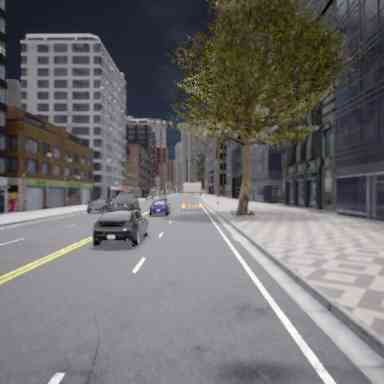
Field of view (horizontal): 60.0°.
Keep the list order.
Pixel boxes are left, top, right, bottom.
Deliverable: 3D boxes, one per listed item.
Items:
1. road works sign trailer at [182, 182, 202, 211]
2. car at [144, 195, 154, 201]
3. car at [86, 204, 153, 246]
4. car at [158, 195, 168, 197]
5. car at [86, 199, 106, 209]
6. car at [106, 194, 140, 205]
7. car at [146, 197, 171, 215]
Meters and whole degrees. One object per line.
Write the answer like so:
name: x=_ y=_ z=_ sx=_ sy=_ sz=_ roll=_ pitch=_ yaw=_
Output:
road works sign trailer: x=0.002 y=0.471 z=40.370 sx=2.380 sy=3.560 sz=2.880 roll=0 pitch=0 yaw=0
car: x=-9.746 y=1.348 z=76.854 sx=1.812 sy=1.442 sz=4.674 roll=0 pitch=0 yaw=0
car: x=-3.150 y=1.506 z=15.356 sx=1.837 sy=1.490 sz=4.892 roll=0 pitch=0 yaw=0
car: x=-6.497 y=1.362 z=75.045 sx=1.837 sy=1.490 sz=4.892 roll=0 pitch=0 yaw=0
car: x=-9.832 y=1.508 z=35.701 sx=1.837 sy=1.490 sz=4.892 roll=0 pitch=0 yaw=0
car: x=-6.589 y=1.226 z=33.286 sx=2.150 sy=2.045 sz=5.566 roll=0 pitch=0 yaw=0
car: x=-3.150 y=1.530 z=33.340 sx=1.812 sy=1.442 sz=4.674 roll=0 pitch=0 yaw=0
